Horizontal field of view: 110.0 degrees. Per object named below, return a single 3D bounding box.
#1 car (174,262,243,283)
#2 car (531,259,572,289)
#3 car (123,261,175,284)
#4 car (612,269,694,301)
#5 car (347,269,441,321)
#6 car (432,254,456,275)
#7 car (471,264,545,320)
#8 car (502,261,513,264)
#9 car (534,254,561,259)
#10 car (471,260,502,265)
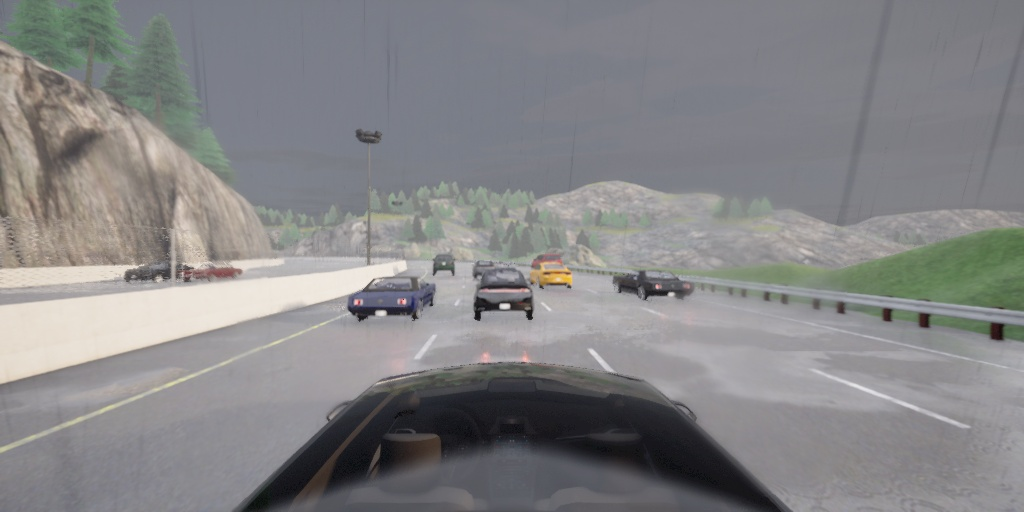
[{"bbox_3d":[-23.189,1.294,27.851,1.895,1.301,4.718,0,0,-9],"label":"car"},{"bbox_3d":[2.297,1.137,22.260,1.882,1.535,5.008,0,0,-6],"label":"car"},{"bbox_3d":[-26.648,1.177,27.313,1.882,1.535,5.008,0,0,-9],"label":"car"},{"bbox_3d":[6.368,1.274,16.887,1.895,1.301,4.718,0,0,-5],"label":"car"},{"bbox_3d":[-3.822,1.314,12.312,1.895,1.301,4.718,0,0,-4],"label":"car"},{"bbox_3d":[-7.044,0.837,37.057,2.150,2.045,5.566,0,0,-11],"label":"car"},{"bbox_3d":[-0.350,1.197,12.531,2.128,1.511,4.902,0,0,-4],"label":"car"},{"bbox_3d":[-0.893,1.184,41.736,1.895,1.301,4.718,0,0,-12],"label":"car"},{"bbox_3d":[3.585,0.815,37.332,2.150,2.045,5.566,0,0,-11],"label":"car"},{"bbox_3d":[-2.466,1.122,31.277,2.128,1.511,4.902,0,0,-9],"label":"car"}]
